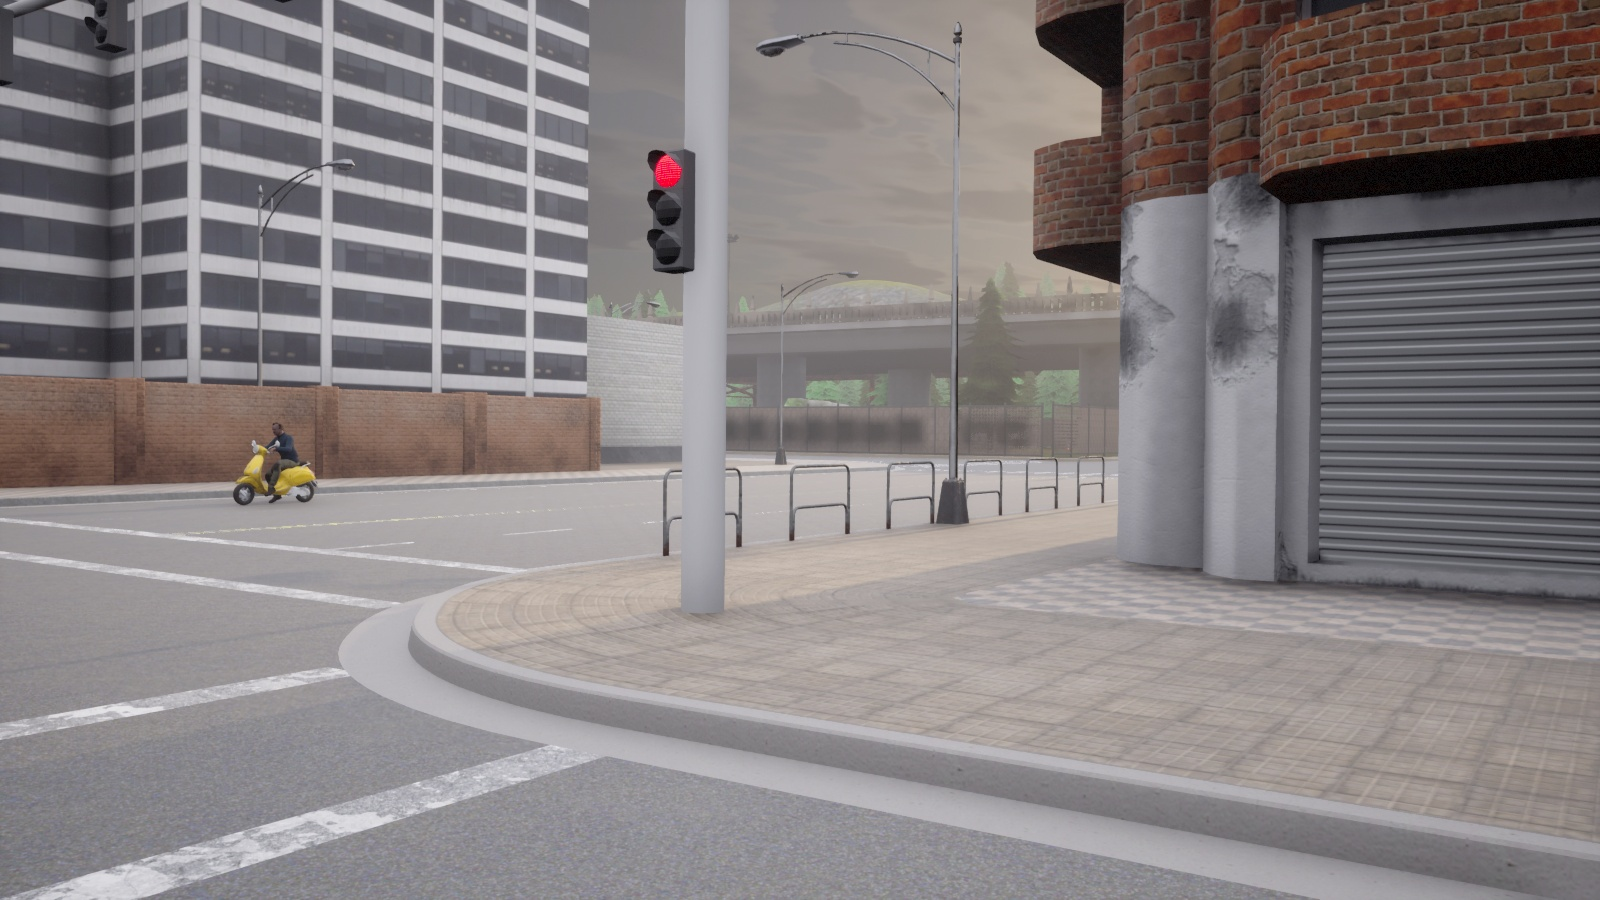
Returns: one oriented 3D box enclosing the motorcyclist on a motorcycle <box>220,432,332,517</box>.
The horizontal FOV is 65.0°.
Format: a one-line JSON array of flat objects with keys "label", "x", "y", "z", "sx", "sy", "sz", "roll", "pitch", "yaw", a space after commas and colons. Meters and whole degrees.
[{"label": "motorcyclist on a motorcycle", "x": -10.189, "y": 0.443, "z": 24.478, "sx": 0.866, "sy": 1.590, "sz": 1.817, "roll": 0, "pitch": 1, "yaw": 33}]
